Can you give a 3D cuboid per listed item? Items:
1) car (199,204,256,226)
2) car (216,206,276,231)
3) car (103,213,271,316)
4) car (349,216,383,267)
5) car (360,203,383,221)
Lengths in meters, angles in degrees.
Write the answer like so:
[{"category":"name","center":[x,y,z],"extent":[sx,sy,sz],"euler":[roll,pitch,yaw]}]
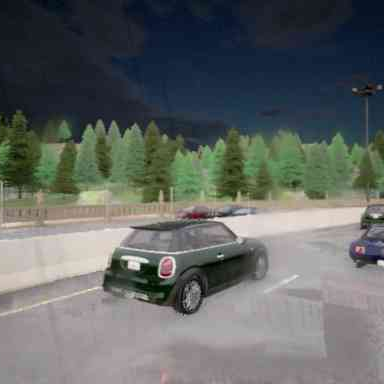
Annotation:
[{"category":"car","center":[3.050,1.823,27.497],"extent":[5.008,1.535,1.882],"euler":[0,-1,-43]},{"category":"car","center":[3.906,1.814,23.451],"extent":[4.674,1.442,1.812],"euler":[0,-1,-45]},{"category":"car","center":[0.136,1.461,8.171],"extent":[2.097,1.767,4.553],"euler":[-1,-1,36]},{"category":"car","center":[6.787,1.708,10.950],"extent":[1.895,1.301,4.718],"euler":[-1,-1,40]},{"category":"car","center":[13.013,1.572,22.138],"extent":[4.553,1.767,2.097],"euler":[0,-1,-42]}]
